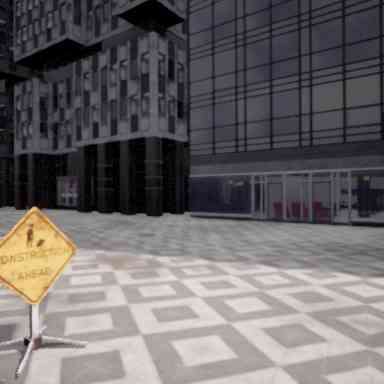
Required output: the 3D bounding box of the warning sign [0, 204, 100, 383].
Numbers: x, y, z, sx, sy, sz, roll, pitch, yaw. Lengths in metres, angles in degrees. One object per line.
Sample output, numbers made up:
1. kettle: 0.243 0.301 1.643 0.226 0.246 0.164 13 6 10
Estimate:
1. warning sign: -2.089 1.123 4.389 1.060 1.860 1.300 -1 0 35
